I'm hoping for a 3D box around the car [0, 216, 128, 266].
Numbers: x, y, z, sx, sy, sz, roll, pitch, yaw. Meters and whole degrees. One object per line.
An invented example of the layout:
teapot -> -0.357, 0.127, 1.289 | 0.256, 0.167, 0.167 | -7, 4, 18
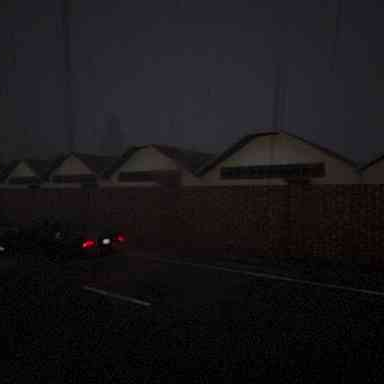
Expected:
car -> -4.617, 1.539, 11.522 | 5.357, 1.411, 2.033 | 0, 0, 36
